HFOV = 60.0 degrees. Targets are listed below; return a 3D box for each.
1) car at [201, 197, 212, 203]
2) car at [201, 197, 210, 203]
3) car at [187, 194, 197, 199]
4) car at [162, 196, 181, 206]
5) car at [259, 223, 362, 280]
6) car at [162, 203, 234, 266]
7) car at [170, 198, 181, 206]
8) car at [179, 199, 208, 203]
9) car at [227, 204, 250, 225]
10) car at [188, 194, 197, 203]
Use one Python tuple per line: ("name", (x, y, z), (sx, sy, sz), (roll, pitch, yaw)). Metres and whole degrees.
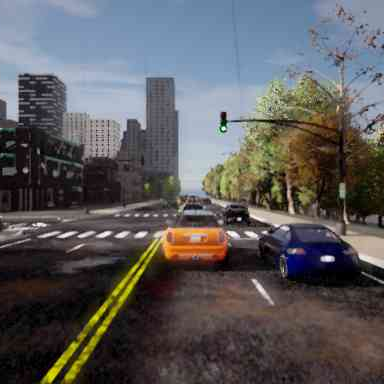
("car", (3.304, 1.989, 73.430), (1.837, 1.490, 4.892), (0, 0, 0))
("car", (3.312, 1.923, 83.849), (2.128, 1.511, 4.902), (0, 0, 0))
("car", (0.054, 1.847, 73.820), (2.097, 1.767, 4.553), (0, 0, 0))
("car", (-3.293, 1.563, 50.338), (2.150, 2.045, 5.566), (0, 0, 0))
("car", (3.357, 1.635, 10.222), (1.994, 1.385, 4.181), (0, 0, 0))
("car", (0.107, 1.437, 12.080), (2.097, 1.767, 4.553), (0, 0, 0))
("car", (-3.202, 1.927, 66.215), (1.882, 1.535, 5.008), (0, 0, 0))
("car", (0.120, 1.672, 28.136), (1.882, 1.535, 5.008), (0, 0, 0))
("car", (3.370, 1.686, 26.103), (1.837, 1.490, 4.892), (0, 0, 0))
("car", (0.062, 1.623, 83.884), (2.150, 2.045, 5.566), (0, 0, 0))
